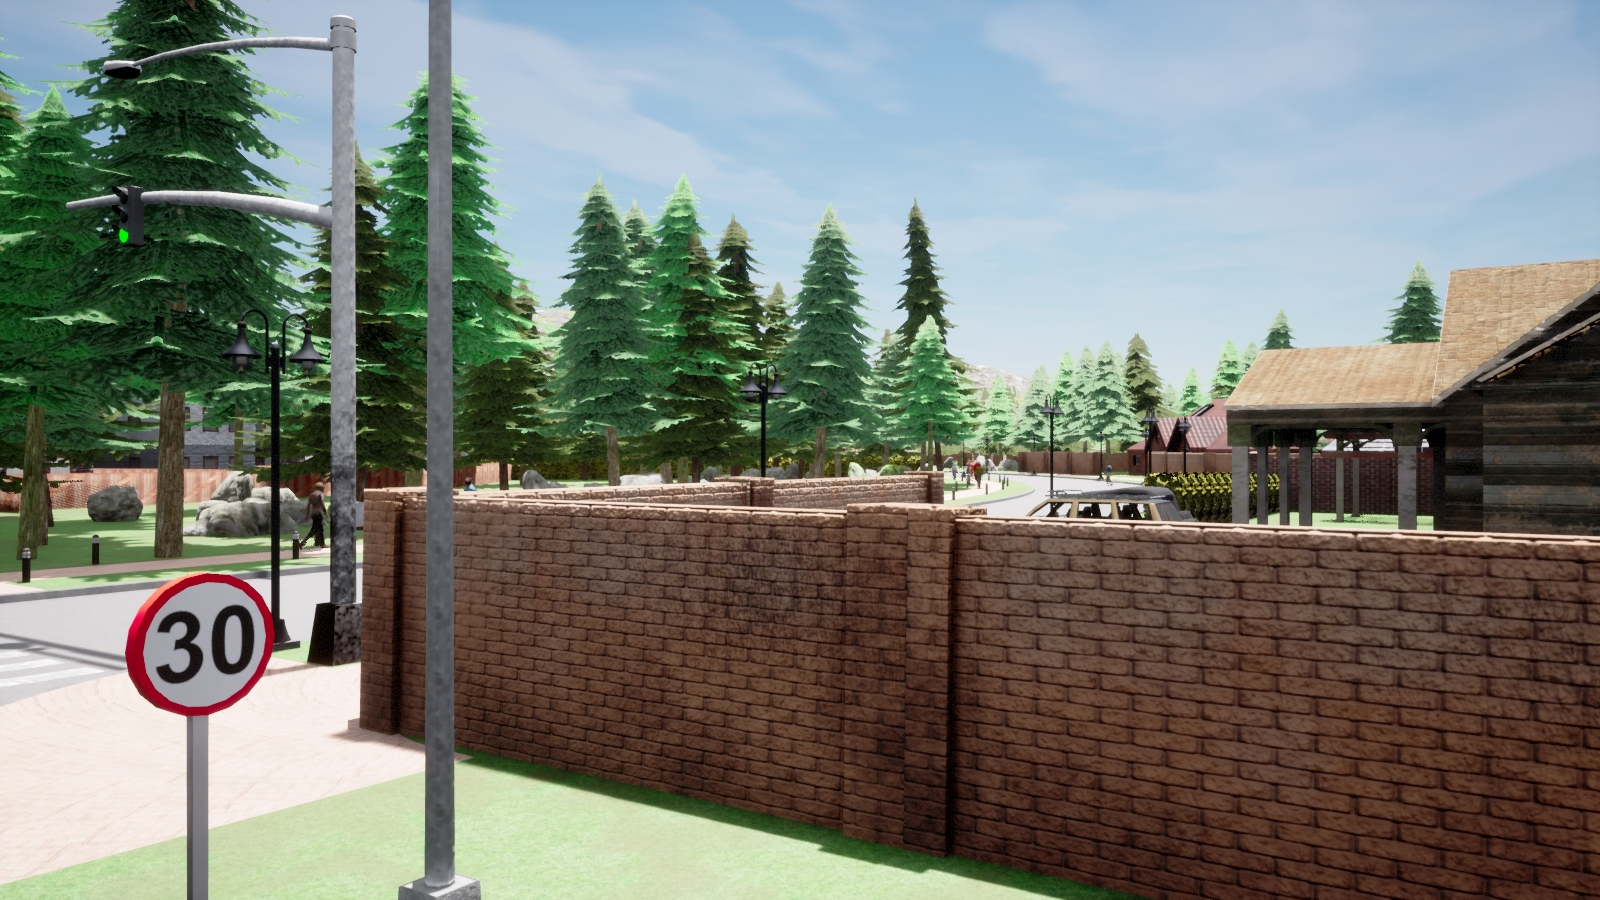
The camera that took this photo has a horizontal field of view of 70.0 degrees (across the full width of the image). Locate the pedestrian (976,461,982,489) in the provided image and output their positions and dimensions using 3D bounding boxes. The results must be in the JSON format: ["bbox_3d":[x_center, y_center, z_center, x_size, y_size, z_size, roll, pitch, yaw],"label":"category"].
[{"bbox_3d":[11.918,1.642,76.061,0.375,1.860,0.375,0,0,15],"label":"pedestrian"}]

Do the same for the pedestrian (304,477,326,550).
[{"bbox_3d":[-12.586,1.647,29.652,0.375,1.860,0.375,0,0,27],"label":"pedestrian"}]

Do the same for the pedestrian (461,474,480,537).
[{"bbox_3d":[-9.804,1.646,34.018,0.375,1.860,0.375,0,0,34],"label":"pedestrian"}]
